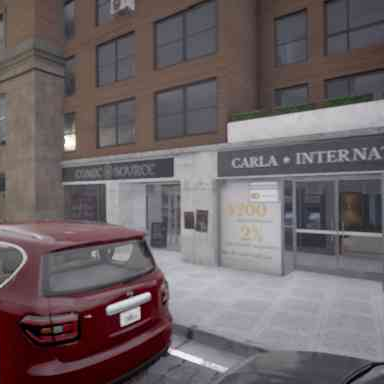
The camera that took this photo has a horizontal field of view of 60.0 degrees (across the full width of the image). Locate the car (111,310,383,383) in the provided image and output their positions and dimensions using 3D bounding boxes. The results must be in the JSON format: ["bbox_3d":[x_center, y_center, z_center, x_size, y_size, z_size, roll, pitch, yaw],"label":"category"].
[{"bbox_3d":[1.909,1.551,1.494,4.403,1.369,2.008,0,-1,36],"label":"car"}]

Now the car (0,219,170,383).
[{"bbox_3d":[-2.551,1.314,4.681,5.009,1.841,2.192,0,-1,36],"label":"car"}]
